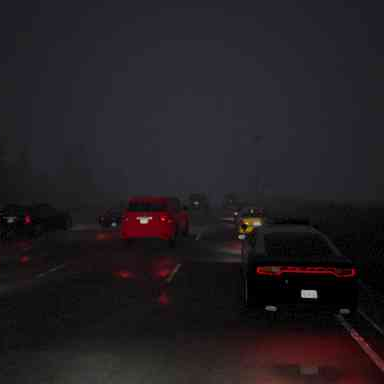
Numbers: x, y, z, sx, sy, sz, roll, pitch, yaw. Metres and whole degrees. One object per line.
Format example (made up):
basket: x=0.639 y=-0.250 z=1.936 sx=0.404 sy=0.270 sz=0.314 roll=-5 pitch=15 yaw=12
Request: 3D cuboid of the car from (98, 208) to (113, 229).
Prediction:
car: x=-4.308 y=1.596 z=21.571 sx=1.895 sy=1.301 sz=4.718 roll=0 pitch=0 yaw=6

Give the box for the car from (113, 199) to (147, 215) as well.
car: x=-6.358 y=1.483 z=34.717 sx=2.128 sy=1.511 sz=4.902 roll=0 pitch=0 yaw=6

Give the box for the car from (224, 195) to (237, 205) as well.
car: x=6.732 y=1.343 z=58.143 sx=2.097 sy=1.767 sz=4.553 roll=0 pitch=0 yaw=6

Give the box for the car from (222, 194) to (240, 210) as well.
car: x=5.123 y=1.215 z=43.777 sx=2.150 sy=2.045 sz=5.566 roll=0 pitch=0 yaw=7

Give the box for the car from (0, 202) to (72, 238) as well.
car: x=-8.259 y=1.351 z=17.745 sx=2.097 sy=1.767 sz=4.553 roll=0 pitch=0 yaw=6

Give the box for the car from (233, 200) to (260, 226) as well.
car: x=3.279 y=1.453 z=17.894 sx=1.801 sy=1.575 sz=5.366 roll=0 pitch=0 yaw=6

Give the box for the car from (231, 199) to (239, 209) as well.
car: x=3.926 y=1.502 z=23.667 sx=1.837 sy=1.490 sz=4.892 roll=0 pitch=0 yaw=6

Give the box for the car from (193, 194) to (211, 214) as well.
car: x=0.766 y=1.216 z=35.415 sx=2.150 sy=2.045 sz=5.566 roll=0 pitch=0 yaw=6

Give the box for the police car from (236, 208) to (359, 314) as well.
police car: x=2.157 y=1.424 z=7.876 sx=1.930 sy=1.638 sz=5.238 roll=0 pitch=0 yaw=6

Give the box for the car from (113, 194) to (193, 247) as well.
car: x=-1.491 y=1.218 z=15.283 sx=2.150 sy=2.045 sz=5.566 roll=0 pitch=0 yaw=7
